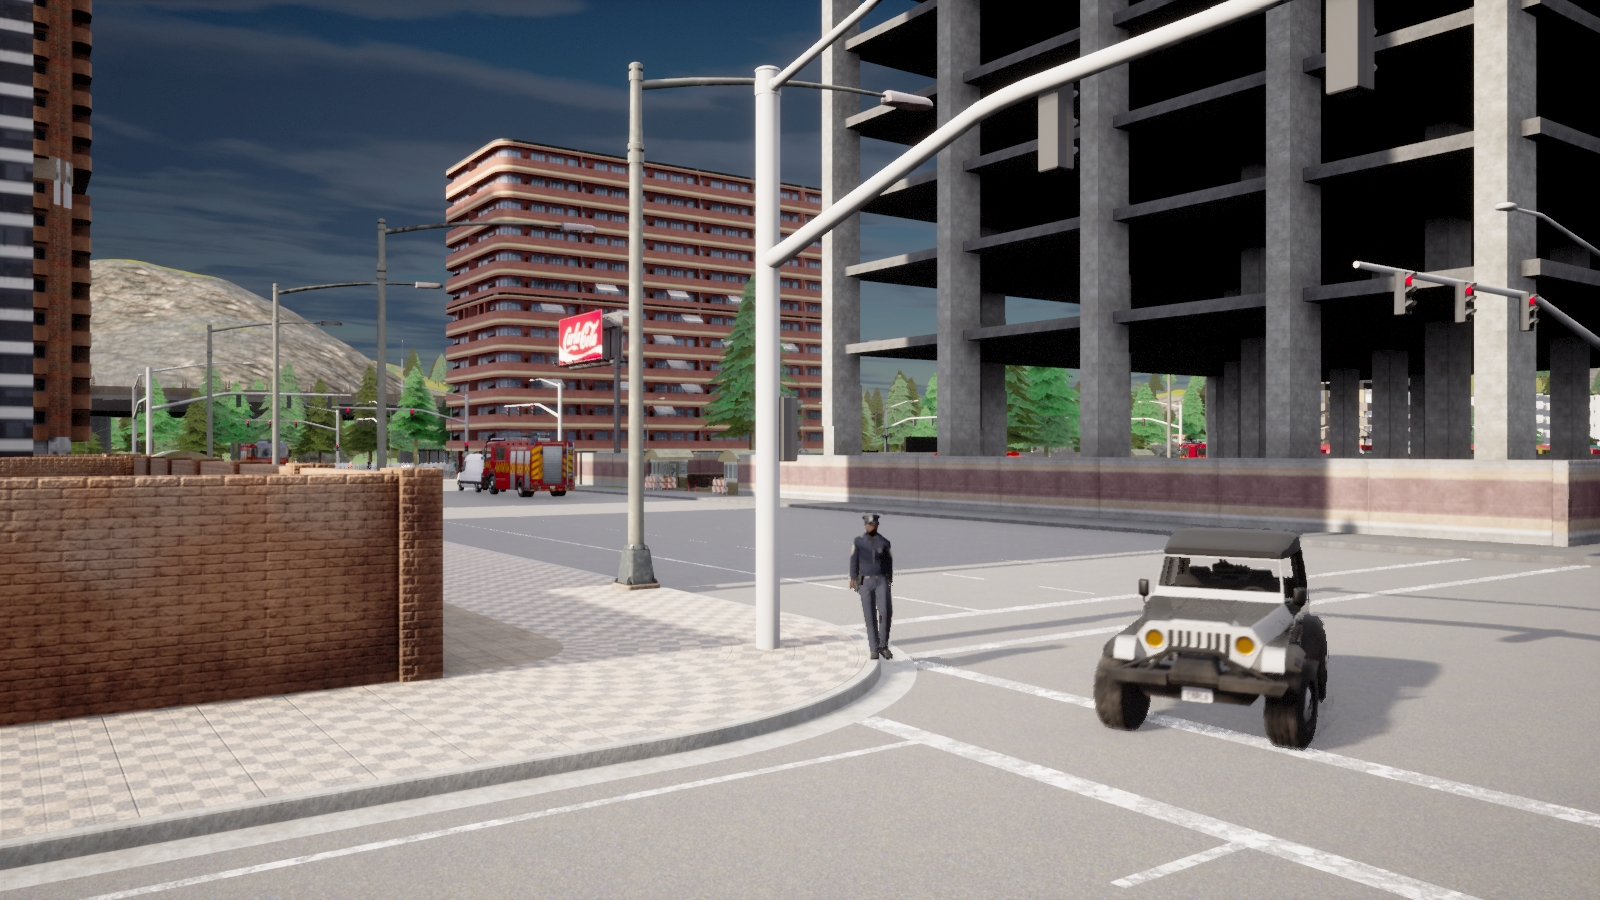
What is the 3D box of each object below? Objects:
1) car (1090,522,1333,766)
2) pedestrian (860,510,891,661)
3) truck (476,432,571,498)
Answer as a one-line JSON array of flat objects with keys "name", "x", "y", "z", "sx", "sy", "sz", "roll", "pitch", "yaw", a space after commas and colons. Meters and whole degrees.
[{"name": "car", "x": 4.554, "y": 1.856, "z": 12.286, "sx": 1.905, "sy": 1.878, "sz": 3.866, "roll": 0, "pitch": 0, "yaw": 28}, {"name": "pedestrian", "x": 0.946, "y": 1.696, "z": 14.416, "sx": 0.375, "sy": 1.860, "sz": 0.375, "roll": 0, "pitch": 0, "yaw": 1}, {"name": "truck", "x": -17.186, "y": 0.889, "z": 70.593, "sx": 2.891, "sy": 3.827, "sz": 8.468, "roll": 0, "pitch": 0, "yaw": -34}]
